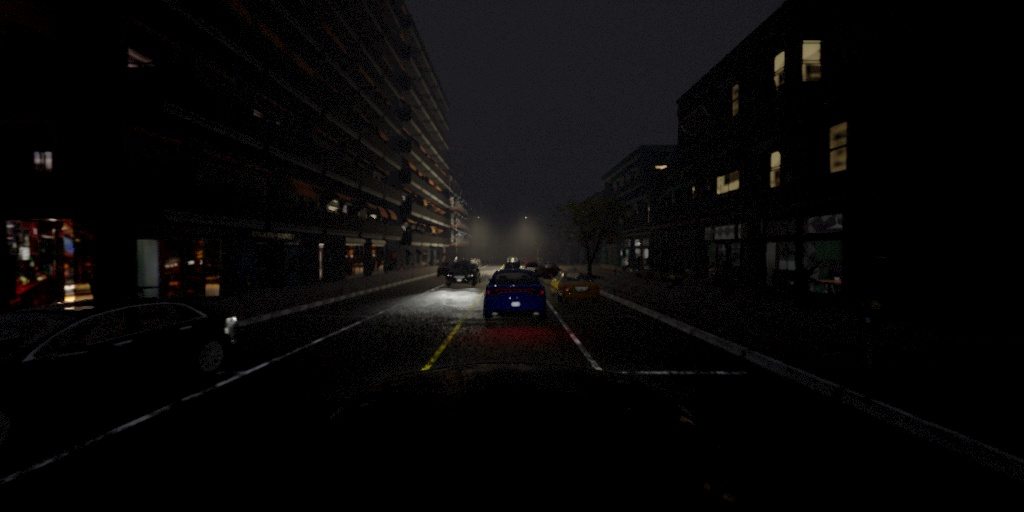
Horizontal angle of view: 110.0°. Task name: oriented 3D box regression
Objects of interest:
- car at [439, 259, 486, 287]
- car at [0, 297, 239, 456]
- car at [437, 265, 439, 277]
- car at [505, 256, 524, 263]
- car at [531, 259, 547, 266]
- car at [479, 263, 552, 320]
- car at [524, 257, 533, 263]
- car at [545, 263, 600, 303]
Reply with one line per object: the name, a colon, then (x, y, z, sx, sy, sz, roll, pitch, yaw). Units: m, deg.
car: (-3.101, 1.142, 23.508, 2.128, 1.511, 4.902, 0, 0, 0)
car: (-5.692, 1.287, 4.593, 2.007, 1.370, 4.403, 0, 0, 0)
car: (-5.699, 1.153, 32.980, 1.888, 1.381, 4.507, 0, 0, 0)
car: (0.090, 1.047, 44.909, 2.128, 1.511, 4.902, 0, 0, 0)
car: (2.683, 1.179, 27.276, 1.888, 1.381, 4.507, 0, 0, 0)
car: (0.066, 1.178, 12.503, 1.882, 1.535, 5.008, 0, 0, -1)
car: (2.678, 1.115, 49.985, 1.802, 1.307, 4.207, 0, 0, 0)
car: (2.686, 1.210, 16.091, 1.751, 1.417, 4.829, 0, 0, 0)
